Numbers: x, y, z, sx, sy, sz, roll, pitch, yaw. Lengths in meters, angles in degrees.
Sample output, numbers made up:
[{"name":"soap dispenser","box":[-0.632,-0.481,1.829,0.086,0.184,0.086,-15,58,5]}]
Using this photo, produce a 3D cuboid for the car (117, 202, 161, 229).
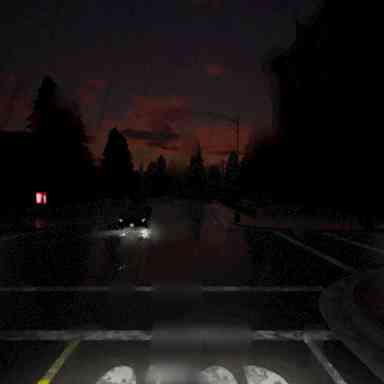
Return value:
[{"name":"car","box":[-3.488,1.552,21.943,2.033,1.411,5.357,0,0,0]}]

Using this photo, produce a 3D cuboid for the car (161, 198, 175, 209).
[{"name":"car","box":[-3.467,1.565,46.697,1.895,1.301,4.718,0,0,0]}]
